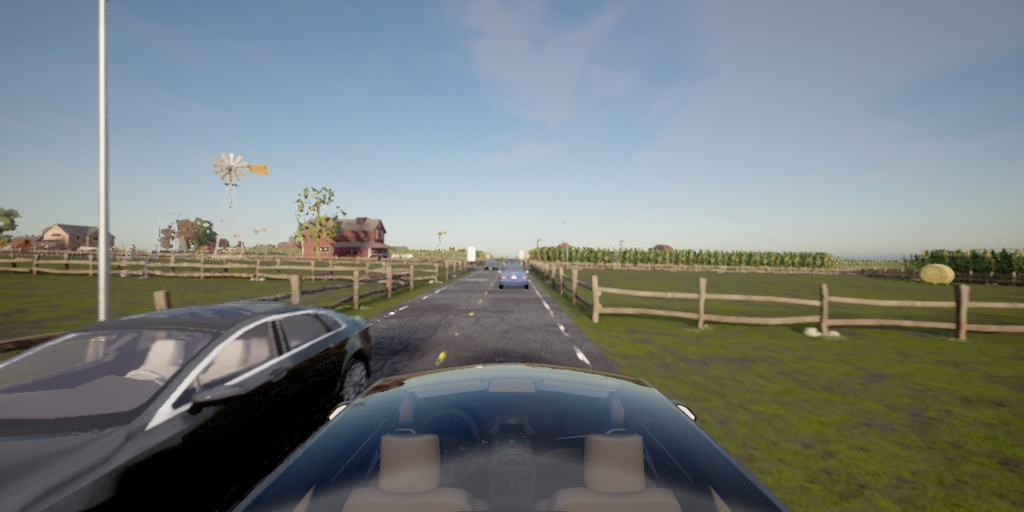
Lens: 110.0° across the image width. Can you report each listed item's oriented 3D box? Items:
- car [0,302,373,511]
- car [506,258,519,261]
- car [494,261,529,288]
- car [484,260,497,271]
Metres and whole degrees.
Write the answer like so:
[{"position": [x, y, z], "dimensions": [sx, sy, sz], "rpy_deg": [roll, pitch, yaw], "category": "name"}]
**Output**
[{"position": [-2.849, 1.239, 3.080], "dimensions": [2.128, 1.511, 4.902], "rpy_deg": [0, 0, 0], "category": "car"}, {"position": [0.089, 1.044, 38.206], "dimensions": [2.097, 1.767, 4.553], "rpy_deg": [0, 0, 0], "category": "car"}, {"position": [0.097, 1.260, 23.044], "dimensions": [2.033, 1.411, 5.357], "rpy_deg": [0, 0, 0], "category": "car"}, {"position": [-2.761, 1.239, 49.066], "dimensions": [2.033, 1.411, 5.357], "rpy_deg": [0, 0, 0], "category": "car"}]
